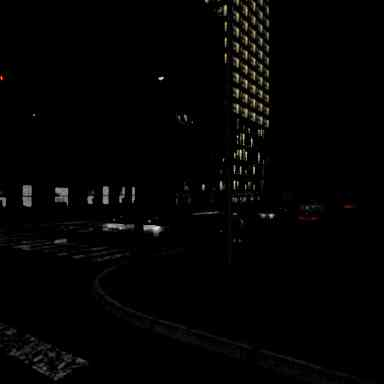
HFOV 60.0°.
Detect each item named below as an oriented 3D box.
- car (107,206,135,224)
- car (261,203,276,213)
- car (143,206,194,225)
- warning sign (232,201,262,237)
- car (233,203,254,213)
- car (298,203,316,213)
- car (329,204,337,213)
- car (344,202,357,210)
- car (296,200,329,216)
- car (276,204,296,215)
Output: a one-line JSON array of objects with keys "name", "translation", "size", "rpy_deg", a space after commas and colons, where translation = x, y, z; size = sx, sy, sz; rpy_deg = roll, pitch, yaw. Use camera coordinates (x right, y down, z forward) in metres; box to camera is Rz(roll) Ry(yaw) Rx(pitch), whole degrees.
[{"name": "car", "translation": [-4.974, 1.960, 29.593], "size": [2.033, 1.411, 5.357], "rpy_deg": [0, -1, 33]}, {"name": "car", "translation": [12.117, 2.437, 50.094], "size": [2.033, 1.411, 5.357], "rpy_deg": [0, -1, 33]}, {"name": "car", "translation": [-1.918, 1.974, 28.336], "size": [2.033, 1.411, 5.357], "rpy_deg": [0, -1, 33]}, {"name": "warning sign", "translation": [3.068, 1.454, 18.571], "size": [1.300, 1.860, 1.060], "rpy_deg": [1, 1, 33]}, {"name": "car", "translation": [7.641, 2.336, 49.184], "size": [1.837, 1.490, 4.892], "rpy_deg": [0, -2, 33]}, {"name": "car", "translation": [19.019, 2.554, 54.785], "size": [1.812, 1.442, 4.674], "rpy_deg": [0, -1, 33]}, {"name": "car", "translation": [21.755, 2.596, 53.030], "size": [1.994, 1.385, 4.181], "rpy_deg": [0, -1, 33]}, {"name": "car", "translation": [31.303, 2.789, 65.816], "size": [1.882, 1.535, 5.008], "rpy_deg": [0, -1, 33]}, {"name": "car", "translation": [16.032, 2.065, 44.041], "size": [2.150, 2.045, 5.566], "rpy_deg": [0, -1, 35]}, {"name": "car", "translation": [13.730, 2.418, 46.440], "size": [1.994, 1.385, 4.181], "rpy_deg": [0, -1, 33]}]
